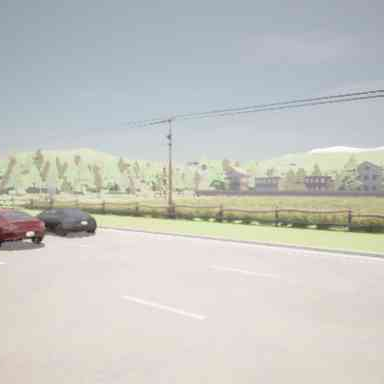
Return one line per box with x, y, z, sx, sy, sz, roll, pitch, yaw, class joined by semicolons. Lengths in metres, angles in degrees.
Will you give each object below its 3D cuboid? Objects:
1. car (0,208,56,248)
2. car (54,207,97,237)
-8.036;1.441;14.030;4.674;1.442;1.812;0;0;35;car
-6.942;1.472;17.552;4.181;1.385;1.994;1;0;36;car
